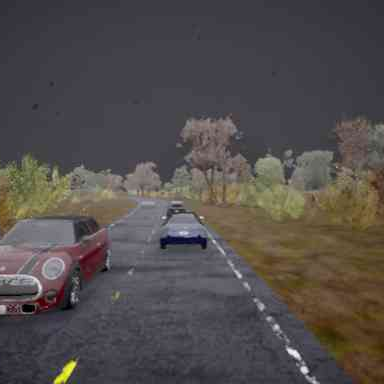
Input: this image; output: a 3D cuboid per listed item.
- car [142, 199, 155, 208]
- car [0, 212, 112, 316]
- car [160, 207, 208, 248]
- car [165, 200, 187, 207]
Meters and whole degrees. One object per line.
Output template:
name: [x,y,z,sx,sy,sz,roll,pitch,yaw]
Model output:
car: [-6.338,1.639,48.539,1.895,1.301,4.718,0,0,-6]
car: [-3.316,1.356,7.762,2.097,1.767,4.553,0,0,-2]
car: [-0.405,1.571,14.953,1.994,1.385,4.181,0,0,-3]
car: [-1.577,1.526,32.758,1.837,1.490,4.892,0,0,-5]
